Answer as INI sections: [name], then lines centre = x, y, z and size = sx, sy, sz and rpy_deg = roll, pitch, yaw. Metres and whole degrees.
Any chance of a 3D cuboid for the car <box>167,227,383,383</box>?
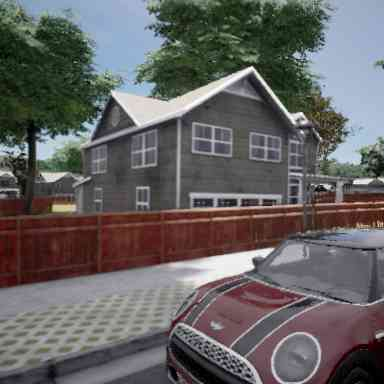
[car]
centre = 1.914, 1.341, 4.414
size = 4.553, 1.767, 2.097
rpy_deg = 0, 0, -35
